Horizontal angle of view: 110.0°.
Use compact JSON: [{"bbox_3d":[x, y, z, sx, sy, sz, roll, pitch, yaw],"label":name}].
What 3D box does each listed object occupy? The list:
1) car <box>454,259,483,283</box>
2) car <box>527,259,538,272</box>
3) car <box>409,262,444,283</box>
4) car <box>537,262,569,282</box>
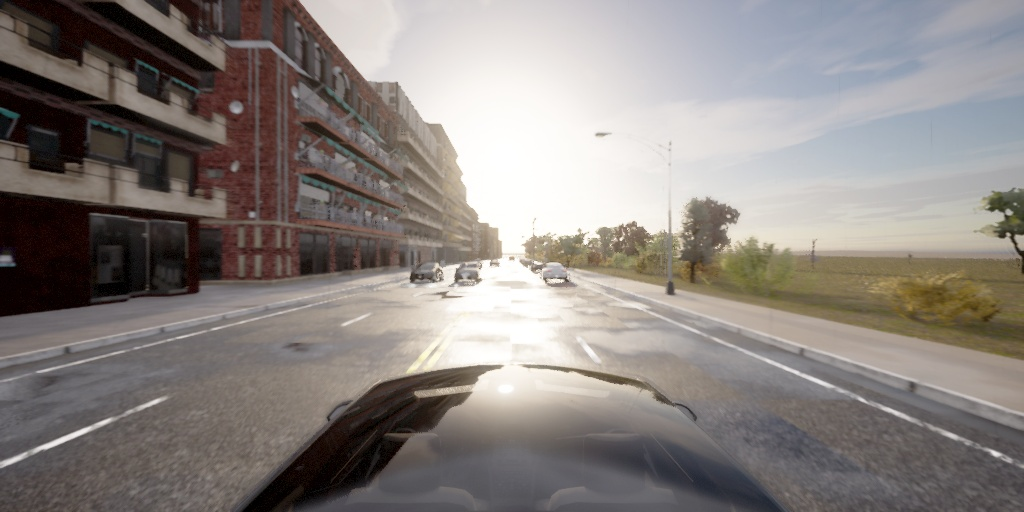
[{"bbox_3d":[-3.346,1.249,28.100,2.128,1.511,4.902,0,0,0],"label":"car"},{"bbox_3d":[3.339,1.365,46.518,1.895,1.301,4.718,0,0,0],"label":"car"},{"bbox_3d":[-6.596,1.262,28.115,1.837,1.490,4.892,0,-1,0],"label":"car"},{"bbox_3d":[3.344,1.282,28.911,1.812,1.442,4.674,0,0,0],"label":"car"}]
